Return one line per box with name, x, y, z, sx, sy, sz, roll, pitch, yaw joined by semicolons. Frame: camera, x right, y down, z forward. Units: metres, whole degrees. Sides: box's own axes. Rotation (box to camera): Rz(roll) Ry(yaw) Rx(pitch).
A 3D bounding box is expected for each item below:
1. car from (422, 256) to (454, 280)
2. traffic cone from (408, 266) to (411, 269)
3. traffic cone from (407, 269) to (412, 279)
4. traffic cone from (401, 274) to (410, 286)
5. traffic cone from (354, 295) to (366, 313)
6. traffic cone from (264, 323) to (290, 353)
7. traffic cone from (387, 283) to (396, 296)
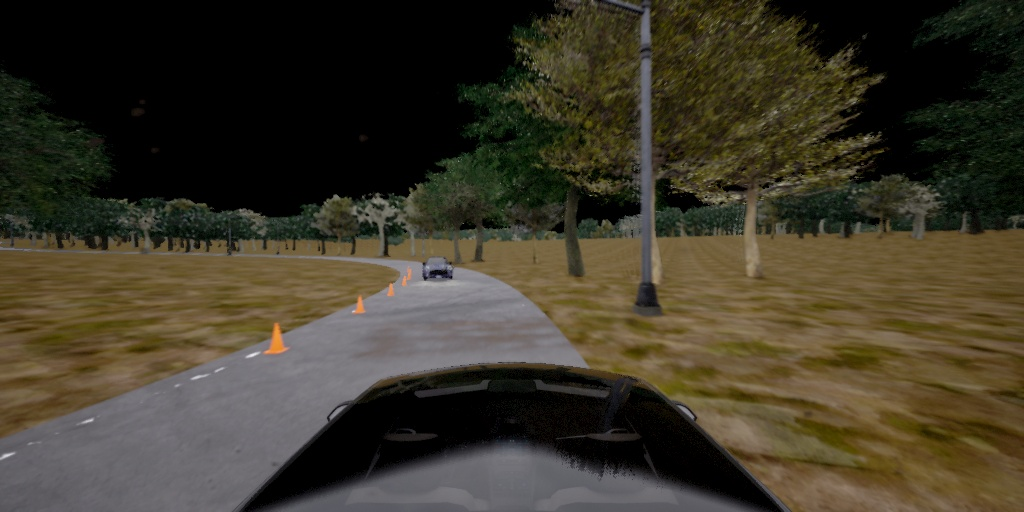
car;-5.581;0.806;26.868;2.097;1.767;4.553;-1;1;-14
traffic cone;-8.891;1.363;31.423;0.340;0.580;0.340;0;0;-17
traffic cone;-7.621;1.441;26.724;0.340;0.580;0.340;0;0;-14
traffic cone;-6.584;1.513;21.968;0.340;0.580;0.340;0;0;-11
traffic cone;-5.220;1.636;12.329;0.340;0.580;0.340;0;0;-5
traffic cone;-4.895;1.685;7.471;0.340;0.580;0.340;0;0;-2
traffic cone;-5.783;1.579;17.166;0.340;0.580;0.340;0;0;-8
